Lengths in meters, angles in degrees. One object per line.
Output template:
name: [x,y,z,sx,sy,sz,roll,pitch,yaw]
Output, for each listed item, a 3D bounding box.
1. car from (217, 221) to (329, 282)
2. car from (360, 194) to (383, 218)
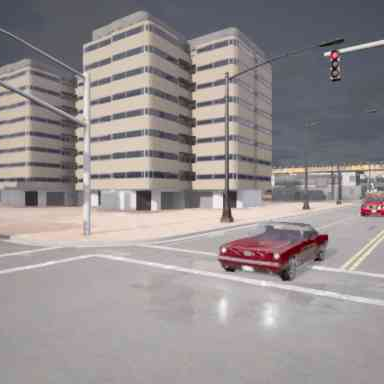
car: [2.655,1.602,10.086,1.895,1.301,4.718,0,0,35]
car: [16.766,1.235,30.045,2.150,2.045,5.566,0,0,35]
